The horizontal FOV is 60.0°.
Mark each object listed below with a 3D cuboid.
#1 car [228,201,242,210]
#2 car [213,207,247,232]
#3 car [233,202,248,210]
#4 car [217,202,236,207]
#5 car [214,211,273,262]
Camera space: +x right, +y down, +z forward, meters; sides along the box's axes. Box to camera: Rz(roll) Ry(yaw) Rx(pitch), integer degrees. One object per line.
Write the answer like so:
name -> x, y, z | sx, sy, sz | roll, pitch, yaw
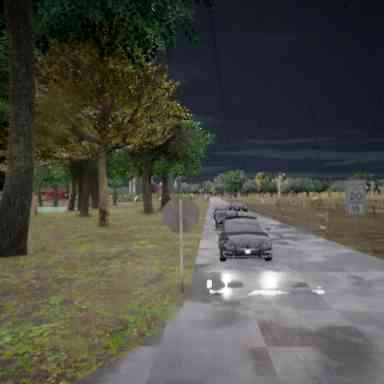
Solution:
car -> 7.476, 2.362, 58.052 | 1.994, 1.385, 4.181 | -1, -1, 3
car -> 2.548, 2.000, 23.243 | 1.895, 1.301, 4.718 | -1, -1, 3
car -> 6.902, 2.267, 47.899 | 1.895, 1.301, 4.718 | -1, -1, 3
car -> 3.246, 2.128, 35.225 | 1.994, 1.385, 4.181 | -1, -1, 4
car -> 1.988, 1.763, 13.421 | 1.837, 1.490, 4.892 | -1, -1, 3
